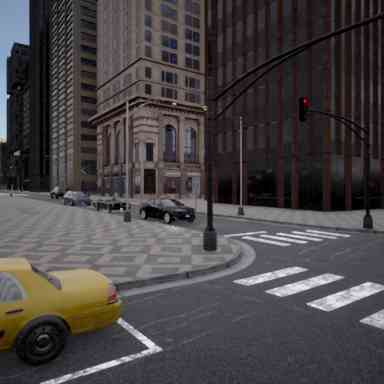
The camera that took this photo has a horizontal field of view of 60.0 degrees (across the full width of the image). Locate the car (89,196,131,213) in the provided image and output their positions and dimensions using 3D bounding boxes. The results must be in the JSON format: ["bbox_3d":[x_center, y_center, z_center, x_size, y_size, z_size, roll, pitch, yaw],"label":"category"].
[{"bbox_3d":[-7.172,1.069,29.583,1.895,1.301,4.718,0,1,-36],"label":"car"}]

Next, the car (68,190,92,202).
[{"bbox_3d":[-16.086,0.573,47.422,1.882,1.535,5.008,0,1,-35],"label":"car"}]

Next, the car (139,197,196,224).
[{"bbox_3d":[-1.713,1.127,21.967,1.882,1.535,5.008,0,1,-36],"label":"car"}]

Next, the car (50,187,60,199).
[{"bbox_3d":[-22.055,0.131,55.677,2.150,2.045,5.566,0,1,-36],"label":"car"}]

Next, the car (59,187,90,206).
[{"bbox_3d":[-13.134,0.625,37.917,2.097,1.767,4.553,0,1,-36],"label":"car"}]

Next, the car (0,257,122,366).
[{"bbox_3d":[-3.359,1.525,4.253,4.829,1.417,1.752,0,0,-36],"label":"car"}]
